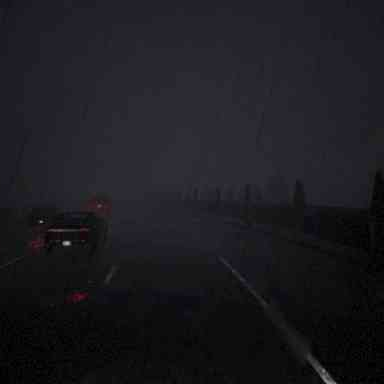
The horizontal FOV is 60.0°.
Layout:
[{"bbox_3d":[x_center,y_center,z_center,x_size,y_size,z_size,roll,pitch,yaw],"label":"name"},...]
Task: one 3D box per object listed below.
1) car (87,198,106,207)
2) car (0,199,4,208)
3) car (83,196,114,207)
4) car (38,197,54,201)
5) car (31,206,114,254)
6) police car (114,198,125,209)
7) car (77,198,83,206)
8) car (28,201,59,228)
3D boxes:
[{"bbox_3d":[-16.797,1.787,58.346,1.882,1.535,5.008,0,0,-33],"label":"car"},{"bbox_3d":[-29.594,1.650,50.088,2.097,1.767,4.553,0,0,-33],"label":"car"},{"bbox_3d":[-9.287,1.396,32.819,2.150,2.045,5.566,0,0,-19],"label":"car"},{"bbox_3d":[-34.132,1.880,77.482,4.718,1.301,1.895,0,0,42],"label":"car"},{"bbox_3d":[-4.693,1.568,13.939,2.128,1.511,4.902,0,0,-8],"label":"car"},{"bbox_3d":[-11.291,1.680,48.970,1.930,1.638,5.238,0,0,-28],"label":"police car"},{"bbox_3d":[-20.579,1.848,63.745,1.837,1.490,4.892,0,0,-37],"label":"car"},{"bbox_3d":[-10.157,1.637,23.444,1.837,1.490,4.892,0,0,-14],"label":"car"}]
